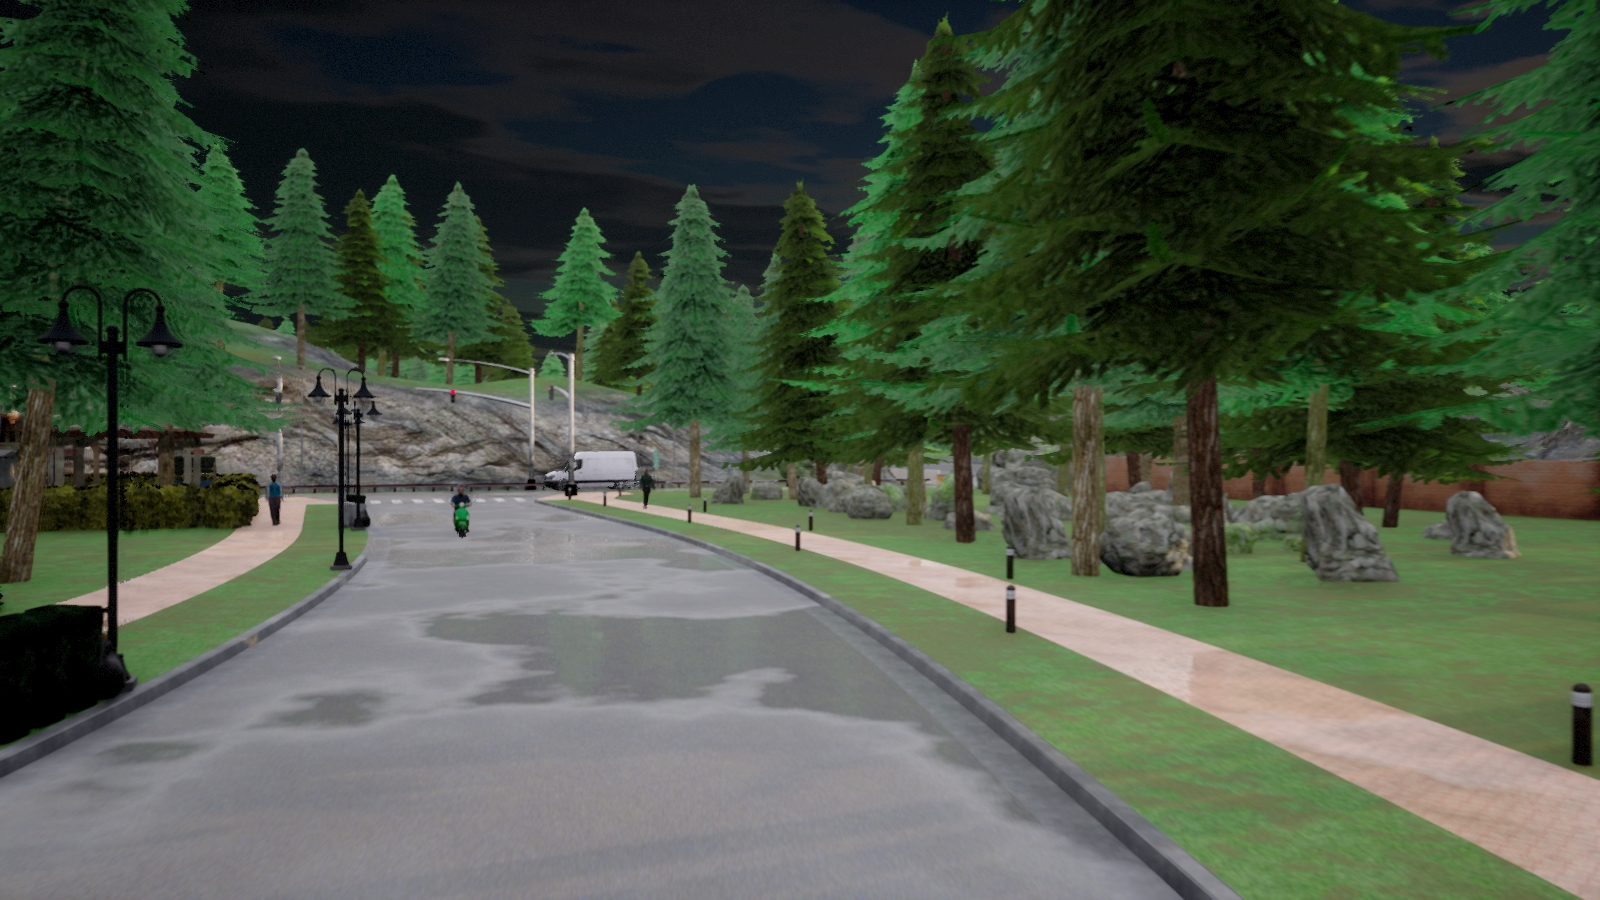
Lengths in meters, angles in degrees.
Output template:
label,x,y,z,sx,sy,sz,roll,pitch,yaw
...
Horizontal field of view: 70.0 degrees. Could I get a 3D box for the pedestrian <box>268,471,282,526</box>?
label,x,y,z,sx,sy,sz,roll,pitch,yaw
pedestrian,-18.150,1.667,39.505,0.375,1.860,0.375,0,0,-18

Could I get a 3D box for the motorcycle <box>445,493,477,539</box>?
label,x,y,z,sx,sy,sz,roll,pitch,yaw
motorcycle,-10.885,2.099,36.659,0.856,1.334,1.805,0,0,-21

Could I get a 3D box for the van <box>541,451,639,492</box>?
label,x,y,z,sx,sy,sz,roll,pitch,yaw
van,-13.502,1.336,73.526,5.915,2.561,1.988,0,0,-23

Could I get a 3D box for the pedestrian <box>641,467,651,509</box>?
label,x,y,z,sx,sy,sz,roll,pitch,yaw
pedestrian,-6.777,1.664,50.296,0.375,1.860,0.375,0,0,-14
